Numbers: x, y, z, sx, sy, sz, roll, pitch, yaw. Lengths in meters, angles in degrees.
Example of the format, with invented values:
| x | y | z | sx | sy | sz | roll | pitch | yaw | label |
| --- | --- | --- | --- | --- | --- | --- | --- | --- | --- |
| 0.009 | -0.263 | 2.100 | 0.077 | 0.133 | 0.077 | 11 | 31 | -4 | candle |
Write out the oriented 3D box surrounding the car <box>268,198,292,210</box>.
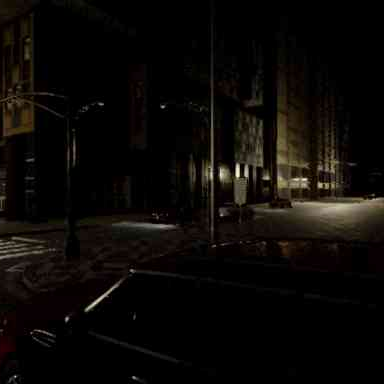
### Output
| x | y | z | sx | sy | sz | roll | pitch | yaw | label |
| --- | --- | --- | --- | --- | --- | --- | --- | --- | --- |
| 12.037 | 1.526 | 45.244 | 1.882 | 1.535 | 5.008 | -1 | 0 | 36 | car |

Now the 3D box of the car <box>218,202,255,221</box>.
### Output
| x | y | z | sx | sy | sz | roll | pitch | yaw | label |
| --- | --- | --- | --- | --- | --- | --- | --- | --- | --- |
| 3.664 | 1.596 | 28.125 | 1.812 | 1.442 | 4.674 | -1 | 0 | 35 | car |

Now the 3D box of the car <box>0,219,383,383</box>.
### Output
| x | y | z | sx | sy | sz | roll | pitch | yaw | label |
| --- | --- | --- | --- | --- | --- | --- | --- | --- | --- |
| 0.383 | 1.326 | 2.689 | 5.009 | 1.841 | 2.192 | -1 | 0 | 36 | car |

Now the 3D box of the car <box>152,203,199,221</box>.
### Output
| x | y | z | sx | sy | sz | roll | pitch | yaw | label |
| --- | --- | --- | --- | --- | --- | --- | --- | --- | --- |
| -1.204 | 1.627 | 26.586 | 1.812 | 1.442 | 4.674 | -1 | 0 | 35 | car |
